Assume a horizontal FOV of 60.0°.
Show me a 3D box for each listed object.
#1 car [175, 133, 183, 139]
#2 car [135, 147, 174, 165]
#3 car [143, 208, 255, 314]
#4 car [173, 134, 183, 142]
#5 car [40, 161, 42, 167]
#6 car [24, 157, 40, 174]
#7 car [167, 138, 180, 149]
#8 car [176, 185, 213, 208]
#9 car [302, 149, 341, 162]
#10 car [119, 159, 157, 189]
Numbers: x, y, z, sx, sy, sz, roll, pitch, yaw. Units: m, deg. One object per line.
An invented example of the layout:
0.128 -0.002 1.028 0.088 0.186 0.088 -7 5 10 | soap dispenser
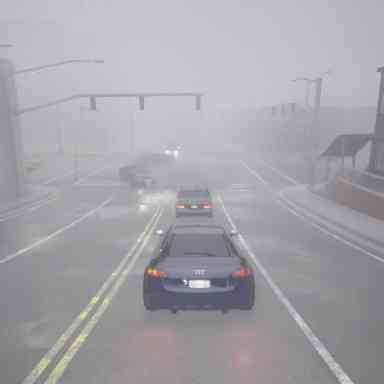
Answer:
-3.401 -14.792 87.998 1.812 1.442 4.674 0 12 0 | car
-4.215 -3.814 37.909 4.892 1.490 1.837 -11 19 -42 | car
0.111 1.346 7.386 1.994 1.385 4.181 0 3 0 | car
-3.423 -10.490 68.408 2.128 1.511 4.902 0 12 0 | car
-18.256 -3.077 34.438 5.008 1.535 1.882 0 12 0 | car
-17.417 -2.325 31.013 5.008 1.535 1.882 0 12 -1 | car
-3.506 -8.294 58.761 1.895 1.301 4.718 0 12 -2 | car
0.112 0.361 17.270 2.033 1.411 5.357 0 8 0 | car
16.164 -4.552 41.343 4.674 1.442 1.812 0 12 0 | car
-4.399 -1.360 26.677 2.128 1.511 4.902 -6 14 -28 | car
